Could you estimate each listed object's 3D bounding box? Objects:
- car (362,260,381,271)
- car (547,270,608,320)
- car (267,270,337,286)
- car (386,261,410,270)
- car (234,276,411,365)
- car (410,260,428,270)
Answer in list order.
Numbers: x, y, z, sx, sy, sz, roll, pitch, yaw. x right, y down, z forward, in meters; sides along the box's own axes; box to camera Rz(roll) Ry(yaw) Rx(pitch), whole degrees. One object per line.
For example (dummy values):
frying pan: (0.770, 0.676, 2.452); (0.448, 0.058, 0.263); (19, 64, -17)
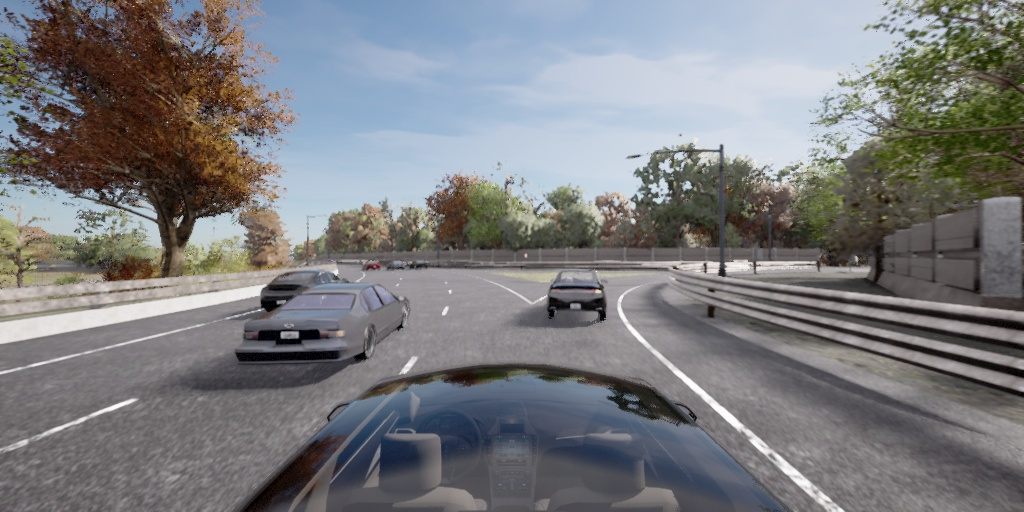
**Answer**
car: (-20.919, 1.393, 53.331); (1.882, 1.535, 5.008); (0, 0, -32)
car: (2.368, 1.255, 12.821); (2.128, 1.511, 4.902); (0, 0, 12)
car: (-7.918, 1.304, 14.266); (1.837, 1.490, 4.892); (0, 0, -7)
car: (-17.880, 1.456, 55.067); (2.033, 1.411, 5.357); (0, 0, -32)
car: (-3.752, 1.322, 8.260); (2.033, 1.411, 5.357); (0, 0, -4)
car: (-14.841, 1.379, 56.804); (1.882, 1.535, 5.008); (0, 0, -32)
